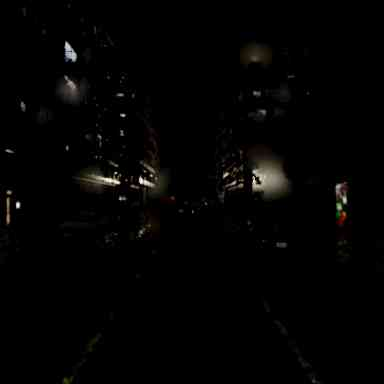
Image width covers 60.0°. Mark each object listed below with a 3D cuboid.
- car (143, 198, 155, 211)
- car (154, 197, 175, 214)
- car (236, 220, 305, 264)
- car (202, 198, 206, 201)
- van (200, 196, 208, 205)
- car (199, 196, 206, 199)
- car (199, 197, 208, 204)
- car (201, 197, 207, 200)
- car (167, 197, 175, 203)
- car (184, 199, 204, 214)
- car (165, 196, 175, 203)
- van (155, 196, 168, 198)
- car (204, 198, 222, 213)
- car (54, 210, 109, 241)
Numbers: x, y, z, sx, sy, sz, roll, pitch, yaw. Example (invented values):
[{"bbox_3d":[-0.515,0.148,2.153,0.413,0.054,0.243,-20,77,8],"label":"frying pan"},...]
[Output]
[{"bbox_3d":[-5.692,1.890,46.201,1.947,1.339,4.313,1,0,0],"label":"car"},{"bbox_3d":[-3.104,1.760,40.250,1.882,1.535,5.008,0,0,0],"label":"car"},{"bbox_3d":[2.699,1.651,12.089,1.947,1.339,4.313,1,0,0],"label":"car"},{"bbox_3d":[2.688,1.891,46.266,1.947,1.339,4.313,1,0,0],"label":"car"},{"bbox_3d":[2.683,1.866,74.750,1.690,1.788,3.998,1,0,0],"label":"van"},{"bbox_3d":[2.683,1.995,63.355,2.008,1.369,4.403,1,0,0],"label":"car"},{"bbox_3d":[2.680,2.006,80.445,1.967,1.590,4.097,1,0,0],"label":"car"},{"bbox_3d":[2.686,1.931,51.963,1.947,1.339,4.313,1,0,0],"label":"car"},{"bbox_3d":[-5.707,2.190,91.772,1.887,1.381,4.507,1,0,0],"label":"car"},{"bbox_3d":[0.077,1.875,39.122,1.895,1.301,4.718,0,0,0],"label":"car"},{"bbox_3d":[-5.700,1.920,86.077,2.192,1.841,5.009,1,0,0],"label":"car"},{"bbox_3d":[-5.691,1.745,57.595,1.690,1.788,3.998,1,0,0],"label":"van"},{"bbox_3d":[2.691,1.829,40.570,1.887,1.381,4.507,1,0,0],"label":"car"},{"bbox_3d":[-5.682,1.648,17.551,1.752,1.417,4.829,1,0,0],"label":"car"}]
